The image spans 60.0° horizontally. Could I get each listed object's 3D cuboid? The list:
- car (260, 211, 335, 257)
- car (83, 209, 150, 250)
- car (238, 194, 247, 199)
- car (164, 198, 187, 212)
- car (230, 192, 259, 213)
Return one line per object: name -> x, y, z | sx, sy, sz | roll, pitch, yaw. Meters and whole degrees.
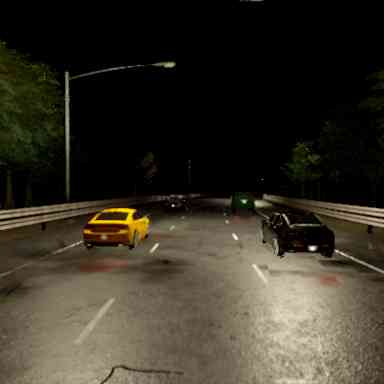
car -> 3.877, 1.497, 12.882 | 1.837, 1.490, 4.892 | 0, 0, 2
car -> -3.070, 1.459, 14.427 | 1.882, 1.535, 5.008 | 0, 0, 2
car -> 13.168, 1.216, 86.480 | 1.895, 1.301, 4.718 | 0, 0, 13
car -> -1.717, 1.353, 35.469 | 1.994, 1.385, 4.181 | 0, 1, 5
car -> 5.162, 1.021, 33.956 | 2.150, 2.045, 5.566 | 0, 1, 5
